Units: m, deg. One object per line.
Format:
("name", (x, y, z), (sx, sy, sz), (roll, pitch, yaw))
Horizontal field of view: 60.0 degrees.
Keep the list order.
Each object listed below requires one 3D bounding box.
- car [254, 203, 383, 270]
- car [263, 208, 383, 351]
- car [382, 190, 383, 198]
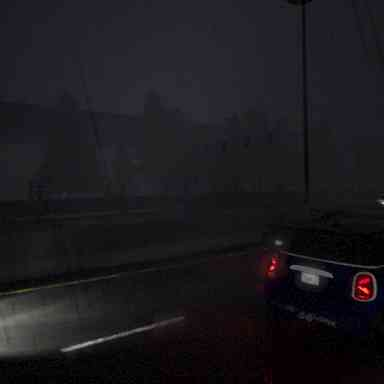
("car", (4.587, 1.294, 11.342), (5.008, 1.535, 1.882), (-2, 1, -36))
("car", (3.516, 1.275, 6.271), (4.553, 1.767, 2.097), (-2, 1, -36))
("car", (28.461, -0.135, 45.879), (5.566, 2.045, 2.150), (-2, 1, -35))
